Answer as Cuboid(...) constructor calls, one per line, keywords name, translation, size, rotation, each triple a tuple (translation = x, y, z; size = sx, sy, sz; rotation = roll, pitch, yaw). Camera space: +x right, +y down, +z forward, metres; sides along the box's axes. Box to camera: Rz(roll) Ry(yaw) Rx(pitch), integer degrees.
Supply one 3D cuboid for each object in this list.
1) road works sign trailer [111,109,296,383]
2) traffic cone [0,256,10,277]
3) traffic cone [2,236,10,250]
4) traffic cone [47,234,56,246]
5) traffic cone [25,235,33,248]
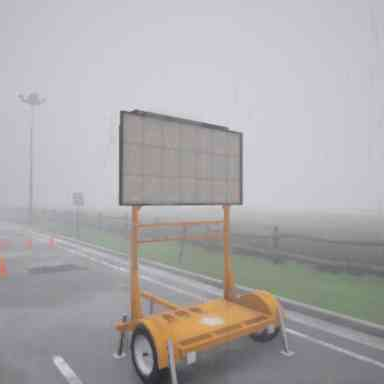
Cuboid(name="road works sign trailer", translation=(-0.203, 0.619, 5.430), size=(2.380, 3.560, 2.880), rotation=(1, -2, -38))
Cuboid(name="traffic cone", translation=(-5.685, 2.210, 9.997), size=(0.340, 0.580, 0.340), rotation=(1, -2, -38))
Cuboid(name="traffic cone", translation=(-8.584, 2.343, 15.343), size=(0.340, 0.580, 0.340), rotation=(1, -2, -38))
Cuboid(name="traffic cone", translation=(-7.006, 2.384, 16.571), size=(0.340, 0.580, 0.340), rotation=(1, -2, -38))
Cuboid(name="traffic cone", translation=(-7.795, 2.363, 15.957), size=(0.340, 0.580, 0.340), rotation=(1, -2, -38))
